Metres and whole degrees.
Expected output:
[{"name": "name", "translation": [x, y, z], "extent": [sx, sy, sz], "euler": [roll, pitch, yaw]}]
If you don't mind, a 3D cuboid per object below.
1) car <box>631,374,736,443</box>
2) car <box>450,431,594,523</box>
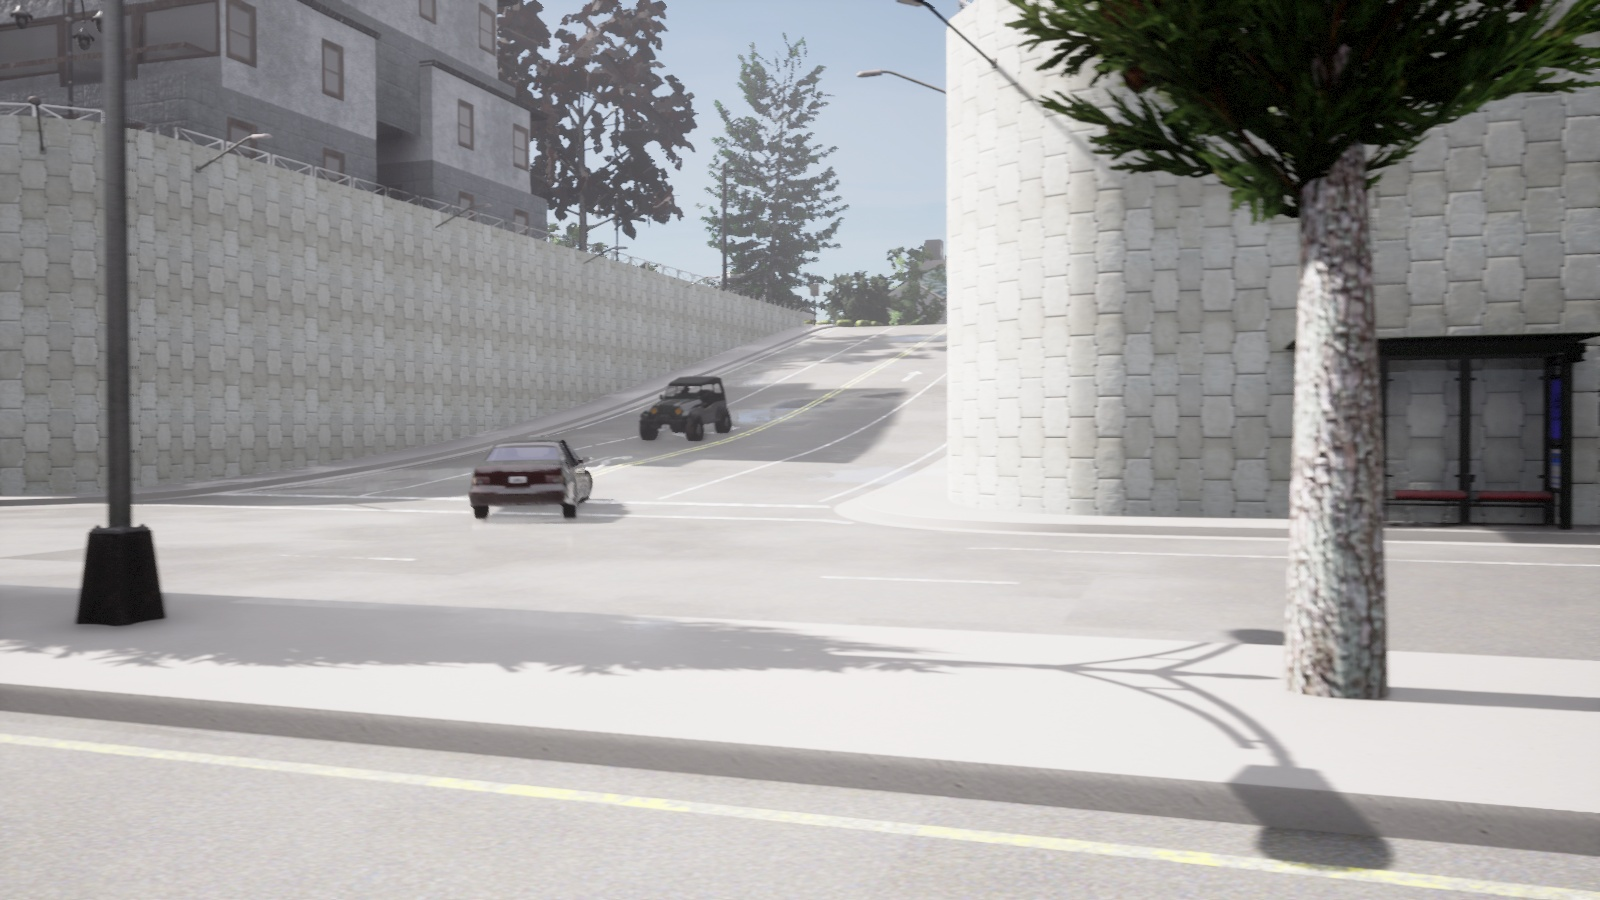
[{"name": "car", "translation": [-3.674, -1.383, 40.335], "extent": [1.905, 1.878, 3.866], "euler": [1, 7, 19]}, {"name": "car", "translation": [-5.142, 0.415, 23.968], "extent": [2.033, 1.411, 5.357], "euler": [-1, 2, -6]}]
